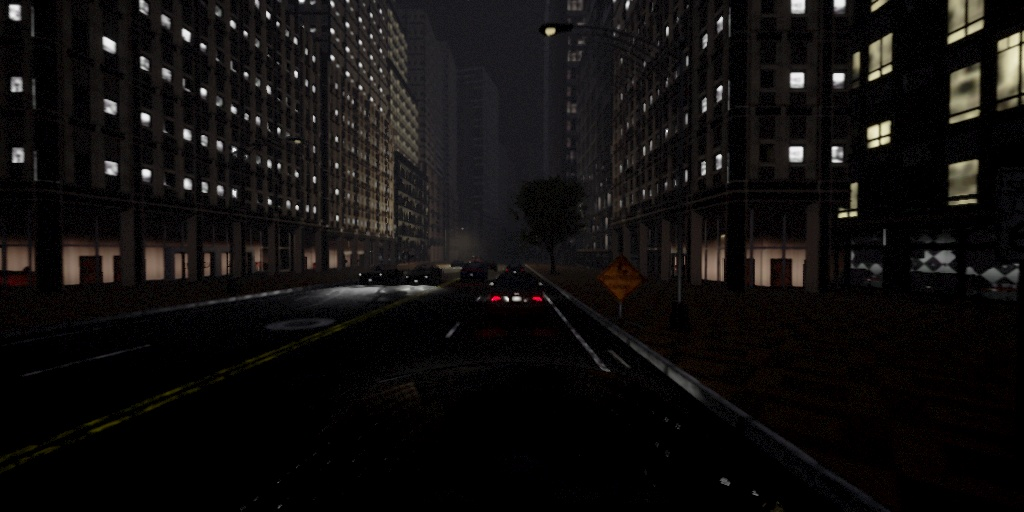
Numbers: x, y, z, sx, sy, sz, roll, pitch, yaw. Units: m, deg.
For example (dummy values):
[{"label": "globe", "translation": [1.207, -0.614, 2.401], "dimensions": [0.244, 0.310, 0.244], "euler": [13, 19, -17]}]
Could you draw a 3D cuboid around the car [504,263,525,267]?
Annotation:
[{"label": "car", "translation": [0.236, 1.342, 32.626], "dimensions": [1.994, 1.385, 4.181], "euler": [0, 0, 0]}]

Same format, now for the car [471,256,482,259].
[{"label": "car", "translation": [-6.258, 1.021, 63.043], "dimensions": [2.150, 2.045, 5.566], "euler": [0, 0, 1]}]

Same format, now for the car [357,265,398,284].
[{"label": "car", "translation": [-9.693, 1.360, 26.792], "dimensions": [1.895, 1.301, 4.718], "euler": [0, 0, 1]}]

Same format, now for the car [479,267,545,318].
[{"label": "car", "translation": [0.147, 1.308, 13.008], "dimensions": [2.033, 1.411, 5.357], "euler": [0, 0, 0]}]

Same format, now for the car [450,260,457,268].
[{"label": "car", "translation": [-9.505, 1.343, 63.111], "dimensions": [2.033, 1.411, 5.357], "euler": [0, 0, 1]}]

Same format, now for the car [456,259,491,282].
[{"label": "car", "translation": [-3.030, 1.248, 29.347], "dimensions": [1.882, 1.535, 5.008], "euler": [0, 0, 0]}]

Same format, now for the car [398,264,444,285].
[{"label": "car", "translation": [-6.442, 1.311, 26.849], "dimensions": [2.033, 1.411, 5.357], "euler": [0, 0, 1]}]

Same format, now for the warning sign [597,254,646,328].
[{"label": "warning sign", "translation": [2.880, 0.877, 9.583], "dimensions": [1.300, 1.860, 1.060], "euler": [0, 0, 0]}]

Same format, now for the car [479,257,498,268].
[{"label": "car", "translation": [-2.946, 1.266, 48.199], "dimensions": [1.882, 1.535, 5.008], "euler": [0, 0, 0]}]
